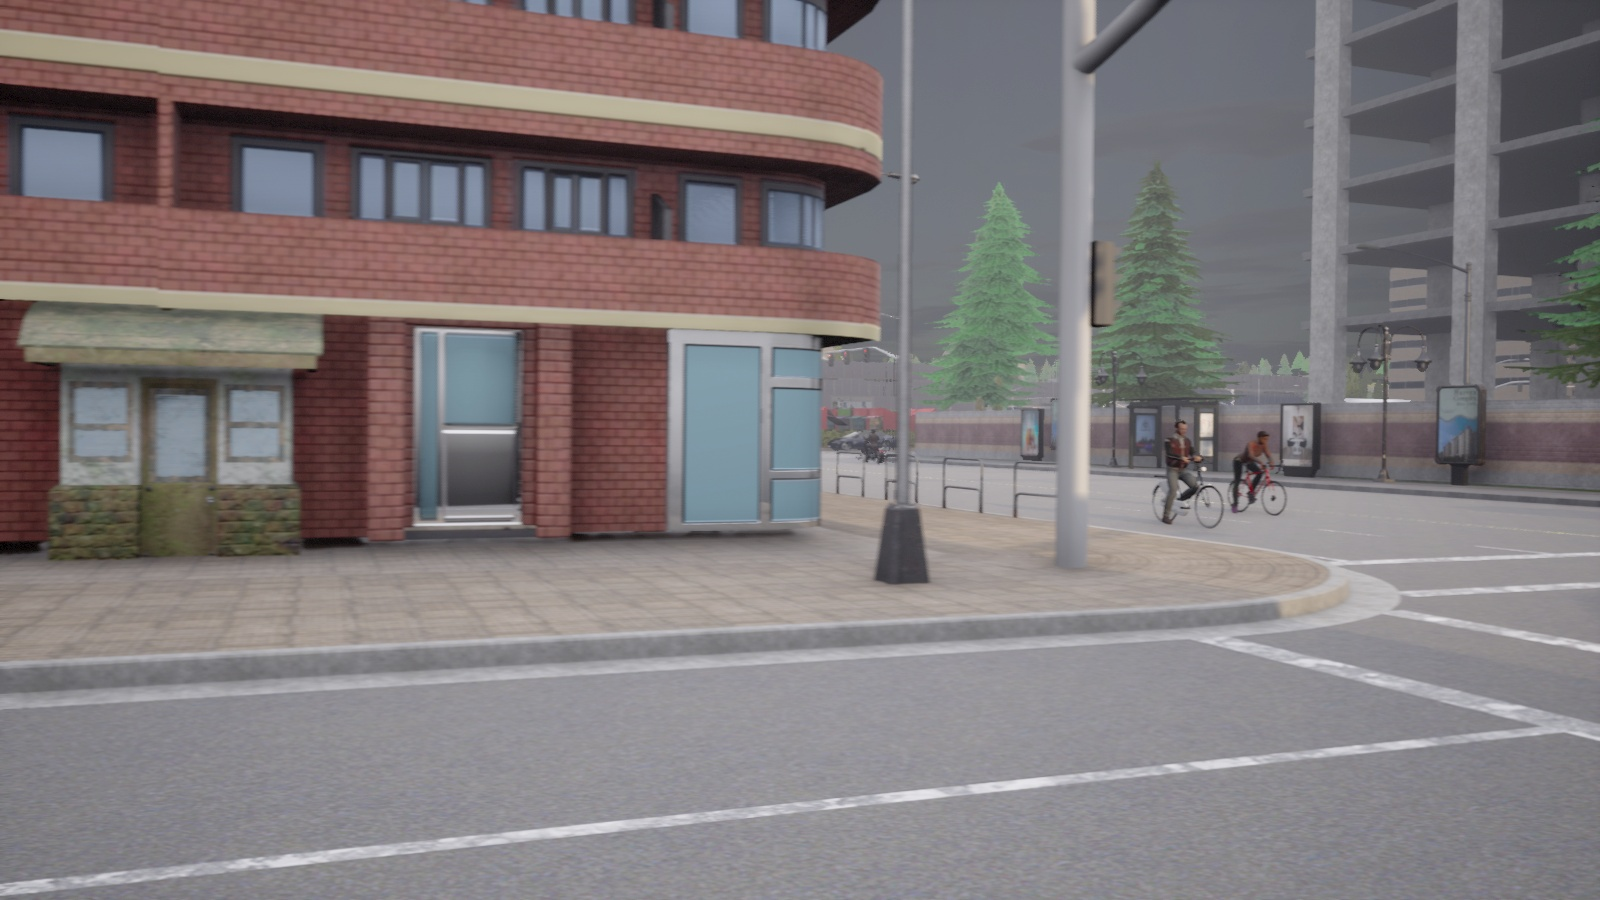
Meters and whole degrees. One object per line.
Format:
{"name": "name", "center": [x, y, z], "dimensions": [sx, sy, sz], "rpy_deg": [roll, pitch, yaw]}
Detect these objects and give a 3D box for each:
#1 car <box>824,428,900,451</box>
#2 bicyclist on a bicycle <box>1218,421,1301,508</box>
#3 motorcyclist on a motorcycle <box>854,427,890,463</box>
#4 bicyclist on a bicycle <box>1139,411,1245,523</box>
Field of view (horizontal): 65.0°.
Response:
{"name": "car", "center": [4.307, -0.720, 87.001], "dimensions": [4.792, 1.488, 2.163], "rpy_deg": [-1, 1, -21]}
{"name": "bicyclist on a bicycle", "center": [8.930, 0.256, 24.459], "dimensions": [0.582, 1.620, 1.656], "rpy_deg": [-1, 1, -21]}
{"name": "motorcyclist on a motorcycle", "center": [3.328, -0.238, 58.413], "dimensions": [0.766, 1.649, 2.350], "rpy_deg": [-1, 1, -21]}
{"name": "bicyclist on a bicycle", "center": [6.520, 0.257, 20.983], "dimensions": [0.659, 1.776, 1.843], "rpy_deg": [-1, 1, -21]}
